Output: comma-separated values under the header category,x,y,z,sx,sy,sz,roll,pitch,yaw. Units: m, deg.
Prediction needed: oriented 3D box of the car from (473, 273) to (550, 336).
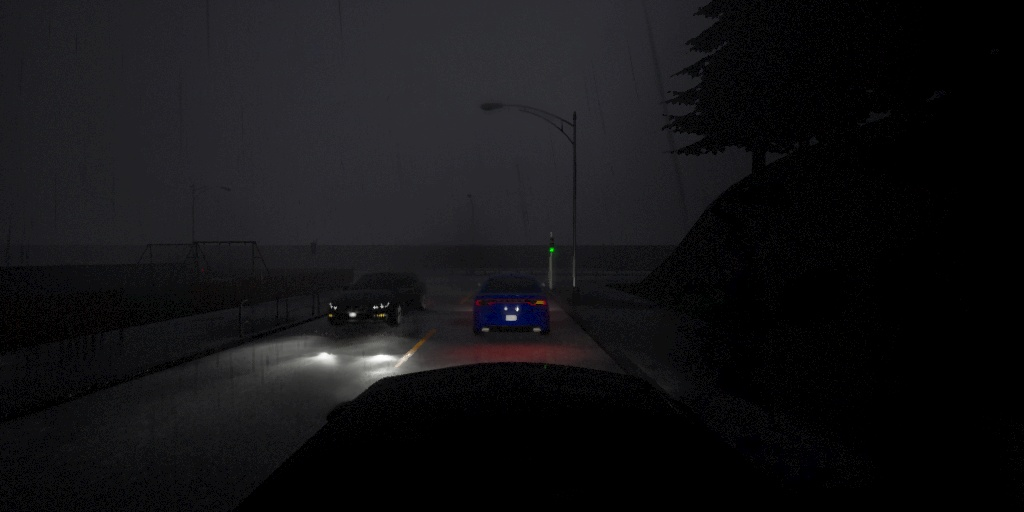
category,x,y,z,sx,sy,sz,roll,pitch,yaw
car,-0.004,1.228,10.472,1.882,1.535,5.008,0,0,0

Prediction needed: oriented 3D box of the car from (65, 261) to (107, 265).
category,x,y,z,sx,sy,sz,roll,pitch,yaw
car,-35.830,1.228,30.493,5.008,1.535,1.882,0,0,0

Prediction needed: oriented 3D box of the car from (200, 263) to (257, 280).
category,x,y,z,sx,sy,sz,roll,pitch,yaw
car,-23.881,1.314,30.534,4.181,1.385,1.994,0,0,0

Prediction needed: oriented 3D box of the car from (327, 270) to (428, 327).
category,x,y,z,sx,sy,sz,roll,pitch,yaw
car,-4.092,1.254,11.673,1.837,1.490,4.892,0,0,0
